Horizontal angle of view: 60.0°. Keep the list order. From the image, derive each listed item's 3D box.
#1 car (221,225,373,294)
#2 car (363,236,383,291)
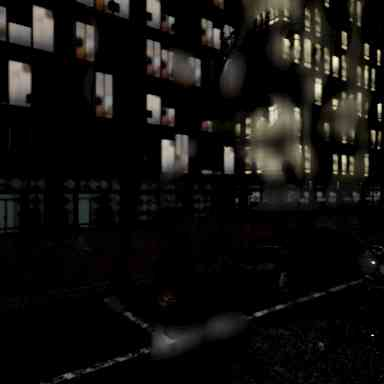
[{"bbox_3d":[2.666,1.532,8.587,4.206,1.307,1.802,0,1,-36],"label":"car"},{"bbox_3d":[5.855,1.428,7.717,4.902,1.511,2.128,0,0,-36],"label":"car"}]
